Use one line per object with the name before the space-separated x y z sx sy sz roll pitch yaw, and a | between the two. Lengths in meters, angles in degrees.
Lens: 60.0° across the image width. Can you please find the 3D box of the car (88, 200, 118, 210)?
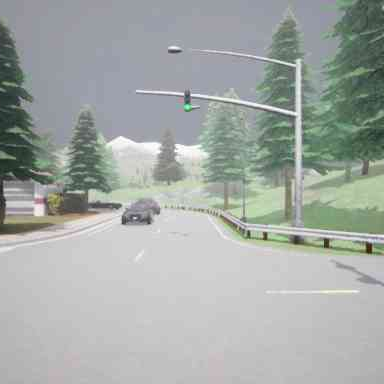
car | -11.194 1.600 41.771 4.718 1.301 1.895 0 0 14

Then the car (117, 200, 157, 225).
car | -3.868 1.560 24.208 1.994 1.385 4.181 0 0 -2

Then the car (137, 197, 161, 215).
car | -4.656 1.346 34.002 2.097 1.767 4.553 0 0 -19
